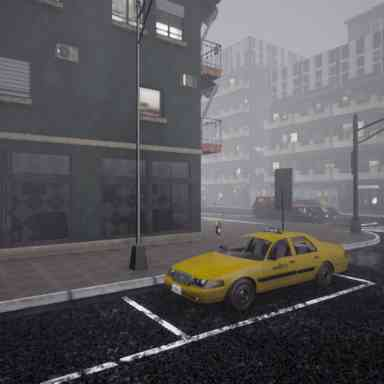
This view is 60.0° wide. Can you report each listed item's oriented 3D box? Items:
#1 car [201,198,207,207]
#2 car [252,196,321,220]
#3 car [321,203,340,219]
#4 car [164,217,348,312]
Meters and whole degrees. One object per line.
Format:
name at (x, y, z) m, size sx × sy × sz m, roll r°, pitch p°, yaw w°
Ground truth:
car at (0.517, 1.465, 48.776) m, size 1.802 × 1.307 × 4.206 m, roll 0°, pitch 0°, yaw -35°
car at (6.827, 1.264, 25.455) m, size 2.192 × 1.841 × 5.009 m, roll 0°, pitch 0°, yaw -35°
car at (9.308, 1.304, 26.407) m, size 2.097 × 1.767 × 4.553 m, roll 0°, pitch 0°, yaw -35°
car at (1.679, 1.525, 7.704) m, size 4.829 × 1.417 × 1.752 m, roll 0°, pitch 0°, yaw -35°
